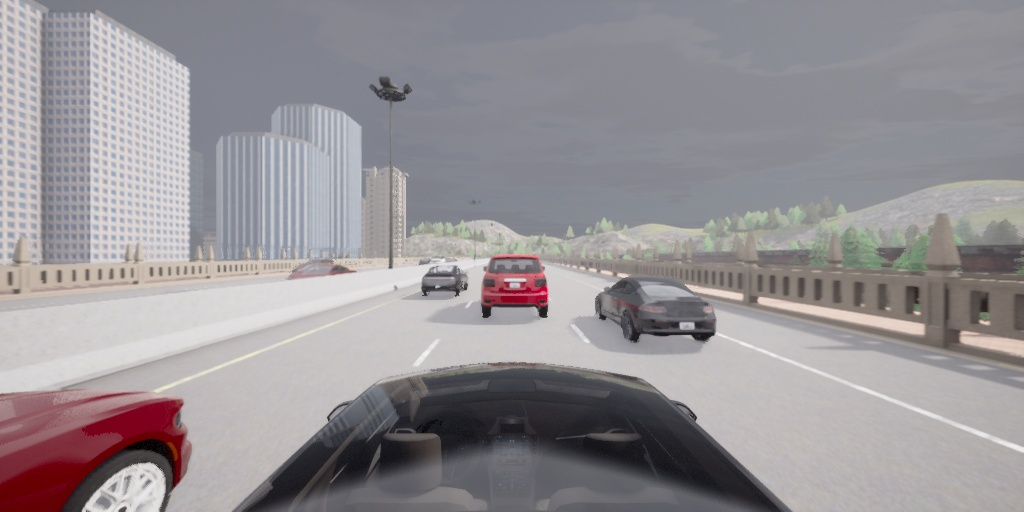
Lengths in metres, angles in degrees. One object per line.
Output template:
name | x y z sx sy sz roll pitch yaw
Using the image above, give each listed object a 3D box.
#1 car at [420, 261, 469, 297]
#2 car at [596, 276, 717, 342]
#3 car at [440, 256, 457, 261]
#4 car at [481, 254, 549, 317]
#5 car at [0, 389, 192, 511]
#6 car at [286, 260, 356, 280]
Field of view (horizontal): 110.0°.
car | -3.419 1.221 18.937 2.128 1.511 4.902 0 0 0
car | 3.586 1.265 9.644 1.812 1.442 4.674 0 0 0
car | -10.601 1.155 62.296 1.882 1.535 5.008 0 0 0
car | 0.087 0.957 13.301 2.150 2.045 5.566 0 0 0
car | -3.429 1.230 0.698 1.882 1.535 5.008 0 0 0
car | -10.620 1.208 20.280 1.882 1.535 5.008 0 0 0
